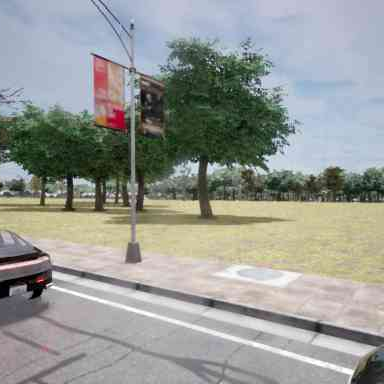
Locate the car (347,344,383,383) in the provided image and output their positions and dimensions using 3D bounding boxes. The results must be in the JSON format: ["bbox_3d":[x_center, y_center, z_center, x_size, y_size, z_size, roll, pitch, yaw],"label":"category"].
[{"bbox_3d":[3.267,1.493,1.346,4.902,1.511,2.128,0,0,36],"label":"car"}]

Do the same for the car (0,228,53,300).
[{"bbox_3d":[-5.009,1.515,7.229,4.902,1.511,2.128,0,0,36],"label":"car"}]
